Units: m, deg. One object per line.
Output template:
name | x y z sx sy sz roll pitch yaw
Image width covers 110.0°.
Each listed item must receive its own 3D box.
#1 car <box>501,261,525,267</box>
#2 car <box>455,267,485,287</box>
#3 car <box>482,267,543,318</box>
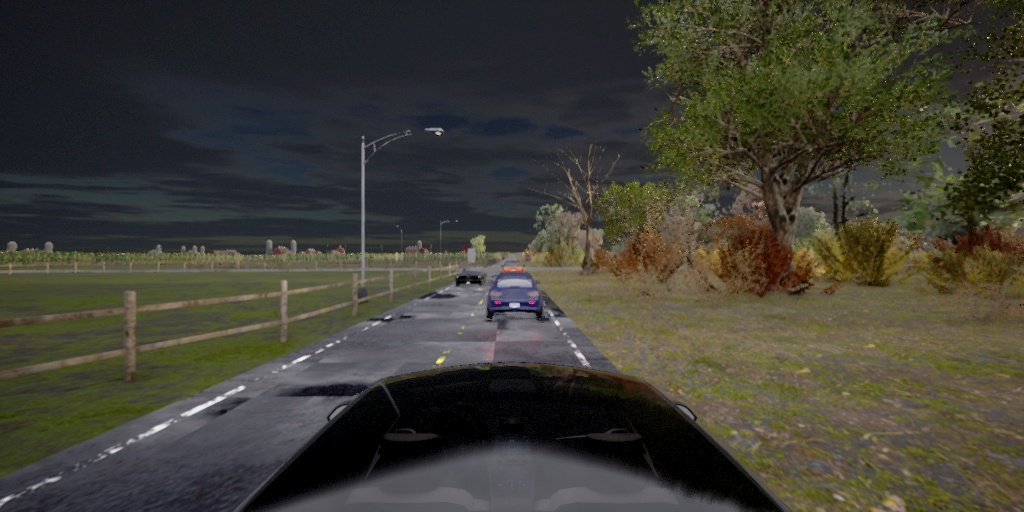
car | 0.106 1.211 31.469 2.097 1.767 4.553 0 0 0
car | -2.837 1.443 25.469 1.895 1.301 4.718 0 0 0
car | 0.095 1.324 13.161 1.812 1.442 4.674 0 0 0
